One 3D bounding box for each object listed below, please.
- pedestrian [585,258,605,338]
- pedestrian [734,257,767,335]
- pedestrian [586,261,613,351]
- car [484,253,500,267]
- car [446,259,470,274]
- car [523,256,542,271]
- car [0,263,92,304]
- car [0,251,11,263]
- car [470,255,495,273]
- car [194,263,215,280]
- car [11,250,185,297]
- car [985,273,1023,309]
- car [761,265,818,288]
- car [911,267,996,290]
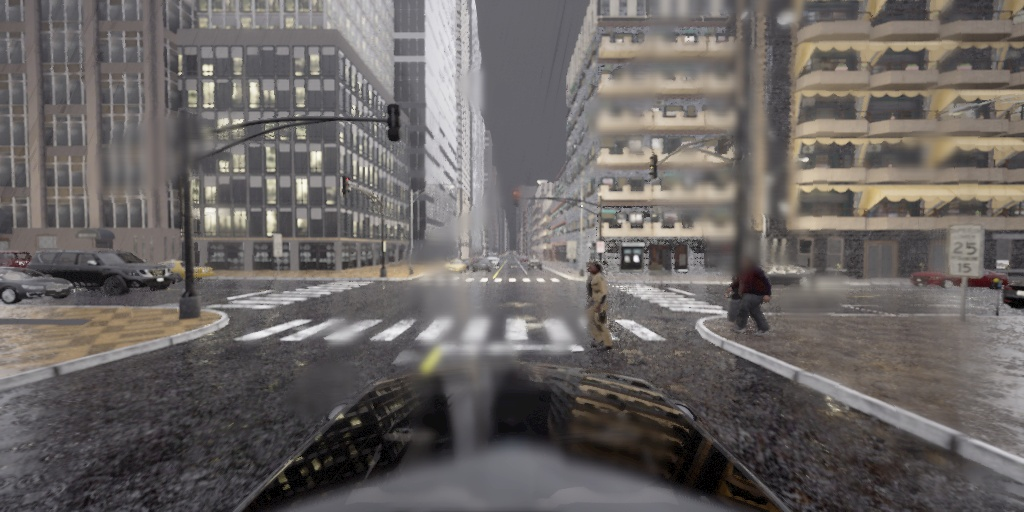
[{"bbox_3d":[1.990,0.992,8.577,0.375,1.860,0.375,-1,1,0],"label":"pedestrian"},{"bbox_3d":[5.297,0.847,7.975,0.375,1.860,0.375,-1,1,0],"label":"pedestrian"},{"bbox_3d":[1.776,1.001,7.376,0.375,1.860,0.375,-1,1,0],"label":"pedestrian"},{"bbox_3d":[-3.089,0.577,55.052,2.150,2.045,5.566,0,0,0],"label":"car"},{"bbox_3d":[-5.706,1.012,36.841,1.751,1.417,4.829,0,0,0],"label":"car"},{"bbox_3d":[2.671,0.995,42.669,2.007,1.370,4.403,0,0,0],"label":"car"},{"bbox_3d":[-20.291,1.112,14.352,4.403,1.370,2.007,0,0,1],"label":"car"},{"bbox_3d":[-33.623,0.559,22.882,5.009,1.841,2.192,0,0,1],"label":"car"},{"bbox_3d":[-3.104,0.984,38.011,1.837,1.490,4.892,0,0,0],"label":"car"},{"bbox_3d":[-21.676,0.878,22.684,4.829,1.417,1.751,0,0,1],"label":"car"},{"bbox_3d":[-19.245,0.731,16.878,5.566,2.045,2.150,1,1,2],"label":"car"},{"bbox_3d":[21.711,1.490,13.754,4.313,1.339,1.948,0,0,1],"label":"car"},{"bbox_3d":[16.300,1.229,22.206,4.403,1.370,2.007,0,0,1],"label":"car"},{"bbox_3d":[27.366,1.317,22.057,4.507,1.381,1.888,0,0,1],"label":"car"}]
